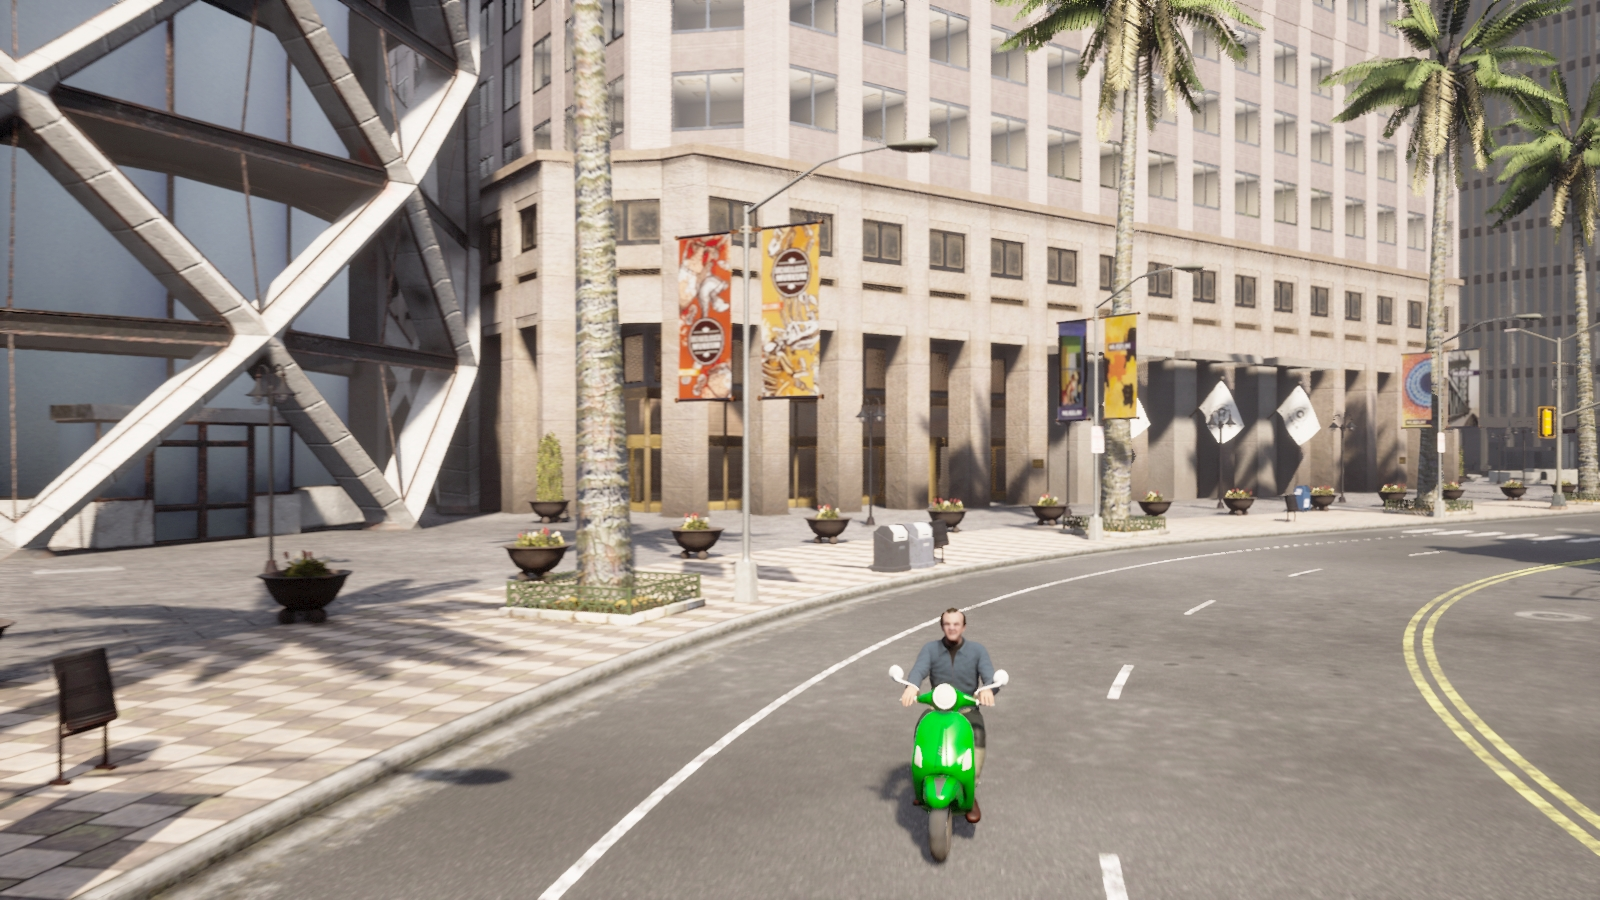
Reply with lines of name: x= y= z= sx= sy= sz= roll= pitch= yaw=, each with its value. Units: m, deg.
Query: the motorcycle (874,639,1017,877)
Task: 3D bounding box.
motorcycle: x=1.128 y=2.182 z=8.466 sx=0.856 sy=1.236 sz=1.805 roll=0 pitch=0 yaw=14
